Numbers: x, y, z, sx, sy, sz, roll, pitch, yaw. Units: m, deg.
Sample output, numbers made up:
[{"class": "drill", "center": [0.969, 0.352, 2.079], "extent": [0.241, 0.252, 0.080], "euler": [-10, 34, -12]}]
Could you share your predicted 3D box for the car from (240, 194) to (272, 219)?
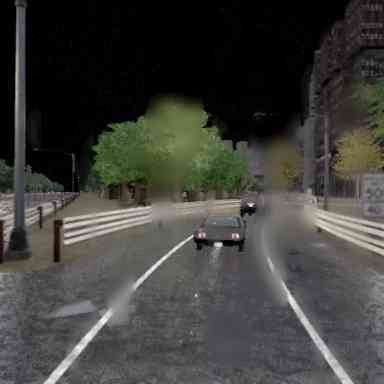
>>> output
[{"class": "car", "center": [5.856, 1.240, 30.047], "extent": [2.150, 2.045, 5.566], "euler": [0, 0, 22]}]

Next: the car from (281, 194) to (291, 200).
[{"class": "car", "center": [25.861, 1.342, 91.821], "extent": [2.097, 1.767, 4.553], "euler": [0, 0, 6]}]

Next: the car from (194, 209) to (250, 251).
[{"class": "car", "center": [1.364, 1.607, 14.188], "extent": [1.895, 1.301, 4.718], "euler": [0, 0, 10]}]
